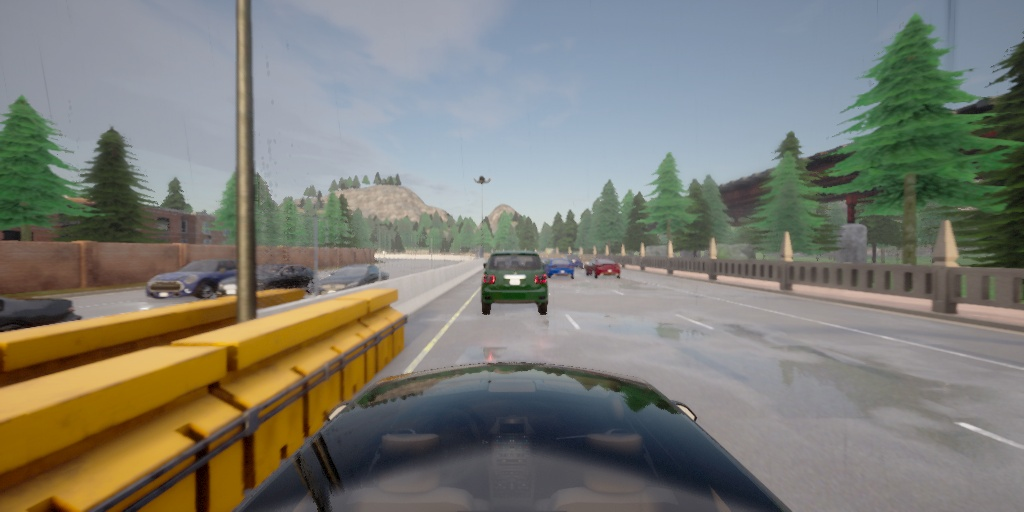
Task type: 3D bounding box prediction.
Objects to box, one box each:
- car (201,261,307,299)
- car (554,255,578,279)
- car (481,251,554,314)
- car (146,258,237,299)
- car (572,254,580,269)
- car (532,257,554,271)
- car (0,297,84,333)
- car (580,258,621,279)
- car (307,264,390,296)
[{"bbox_3d":[-10.605,1.082,16.014,2.128,1.511,4.902,0,1,0],"label":"car"},{"bbox_3d":[3.555,0.910,27.762,1.882,1.535,5.008,0,1,0],"label":"car"},{"bbox_3d":[0.082,0.830,13.274,2.150,2.045,5.566,0,0,0],"label":"car"},{"bbox_3d":[-14.030,0.937,16.688,2.097,1.767,4.553,0,1,0],"label":"car"},{"bbox_3d":[6.942,0.601,42.578,2.097,1.767,4.553,0,1,0],"label":"car"},{"bbox_3d":[3.460,0.826,40.536,2.033,1.411,5.357,0,1,0],"label":"car"},{"bbox_3d":[-10.601,1.263,5.610,2.033,1.411,5.357,0,1,0],"label":"car"},{"bbox_3d":[6.999,0.902,28.106,1.882,1.535,5.008,0,0,0],"label":"car"},{"bbox_3d":[-7.031,1.107,16.381,1.812,1.442,4.674,0,0,0],"label":"car"}]
